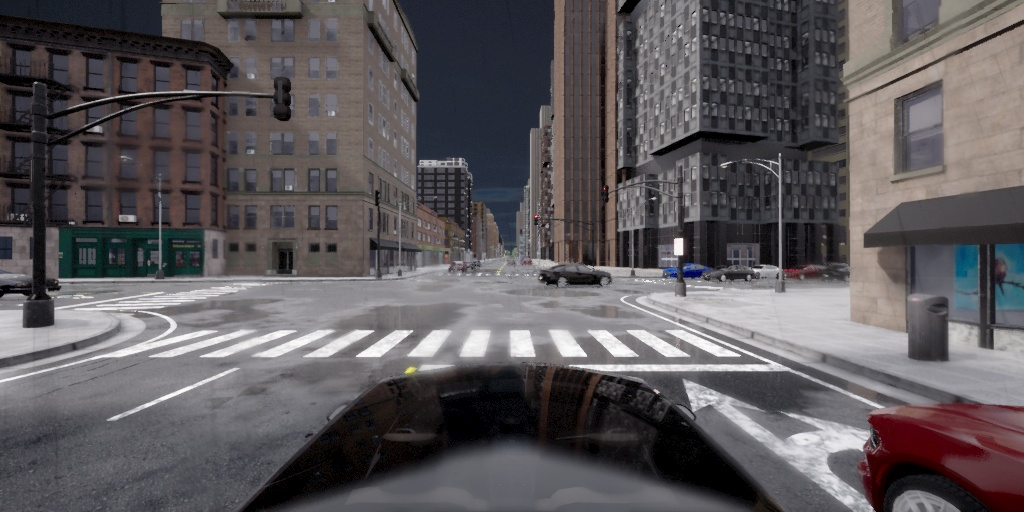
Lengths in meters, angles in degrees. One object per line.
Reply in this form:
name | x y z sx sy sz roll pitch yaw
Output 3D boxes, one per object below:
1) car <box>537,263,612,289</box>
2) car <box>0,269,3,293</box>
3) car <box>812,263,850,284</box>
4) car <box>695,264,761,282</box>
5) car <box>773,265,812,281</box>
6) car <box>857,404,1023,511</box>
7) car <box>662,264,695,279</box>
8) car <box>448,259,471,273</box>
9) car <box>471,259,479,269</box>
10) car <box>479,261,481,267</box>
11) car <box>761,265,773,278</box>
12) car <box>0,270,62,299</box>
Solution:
car | 4.127 1.249 23.358 5.008 1.535 1.882 0 -1 -20
car | -21.029 1.021 11.457 5.357 1.411 2.033 1 0 -13
car | 29.310 1.579 31.313 5.008 1.535 1.882 1 0 -15
car | 19.279 1.515 32.033 4.892 1.490 1.837 1 0 -17
car | 28.330 1.594 34.605 5.008 1.535 1.882 1 0 -15
car | 3.353 1.228 0.406 1.882 1.535 5.008 0 0 0
car | 17.027 1.487 34.776 5.008 1.535 1.882 1 0 -16
car | -6.672 1.285 44.709 1.812 1.442 4.674 0 0 0
car | -6.683 1.253 54.670 2.128 1.511 4.902 0 0 0
car | -6.673 1.326 64.632 1.994 1.385 4.181 0 0 0
car | 26.009 1.640 37.346 4.674 1.442 1.812 1 0 -15
car | -22.317 1.032 14.448 5.357 1.411 2.033 1 0 -16
